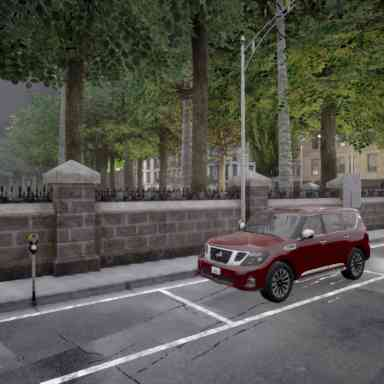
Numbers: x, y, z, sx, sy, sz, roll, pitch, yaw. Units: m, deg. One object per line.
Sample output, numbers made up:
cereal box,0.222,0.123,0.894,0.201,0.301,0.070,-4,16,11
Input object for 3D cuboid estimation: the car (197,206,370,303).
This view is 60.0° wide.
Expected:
car,2.532,1.314,8.398,5.009,1.841,2.192,0,0,-36
